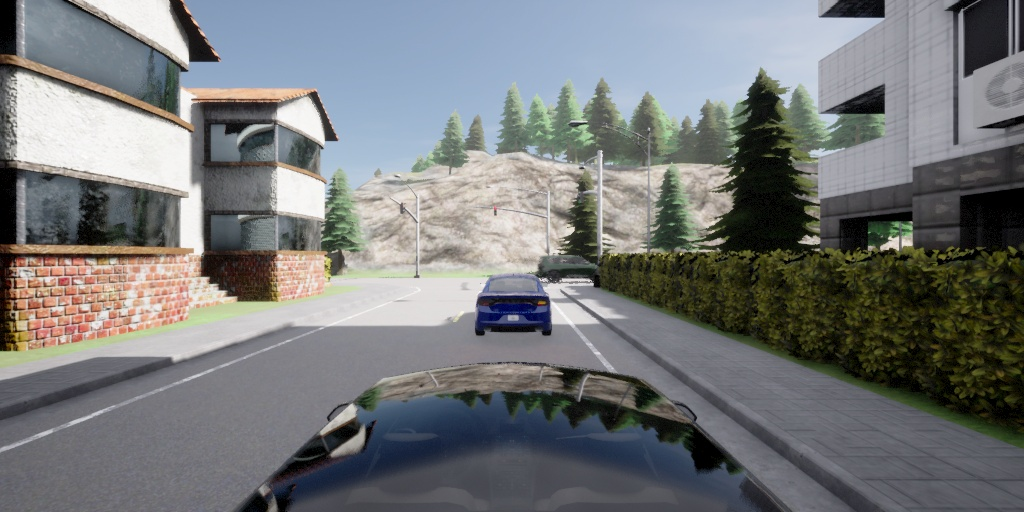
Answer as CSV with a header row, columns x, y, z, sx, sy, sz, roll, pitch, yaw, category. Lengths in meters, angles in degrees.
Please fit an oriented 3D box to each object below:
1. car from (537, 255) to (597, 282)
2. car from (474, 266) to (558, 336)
x,y,z,sx,sy,sz,roll,pitch,yaw,category
4.561,0.971,26.828,5.566,2.045,2.150,0,0,1,car
0.047,1.228,10.459,1.882,1.535,5.008,0,0,0,car
